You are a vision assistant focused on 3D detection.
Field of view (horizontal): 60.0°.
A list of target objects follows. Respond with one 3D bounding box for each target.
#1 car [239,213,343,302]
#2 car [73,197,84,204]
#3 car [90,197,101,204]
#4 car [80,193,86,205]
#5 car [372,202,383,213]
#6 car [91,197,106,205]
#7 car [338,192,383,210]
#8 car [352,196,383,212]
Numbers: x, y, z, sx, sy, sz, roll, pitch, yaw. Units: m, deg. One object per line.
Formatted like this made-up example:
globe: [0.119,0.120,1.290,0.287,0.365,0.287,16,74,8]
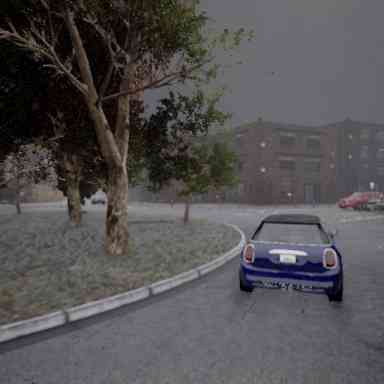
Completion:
car: [2.651,1.350,8.659,2.097,1.767,4.553,0,0,20]
car: [-22.524,1.704,66.200,1.837,1.490,4.892,0,-1,-16]
car: [-19.791,1.784,68.484,2.033,1.411,5.357,0,-1,-16]
car: [-19.138,1.163,56.060,2.150,2.045,5.566,0,-1,-20]
car: [3.657,1.242,2.722,2.150,2.045,5.566,0,0,10]
car: [-15.918,1.534,56.757,1.895,1.301,4.718,0,-1,-20]
car: [19.258,1.032,37.692,5.566,2.045,2.150,0,1,-21]
car: [19.370,1.397,34.599,4.181,1.385,1.994,0,0,-20]
